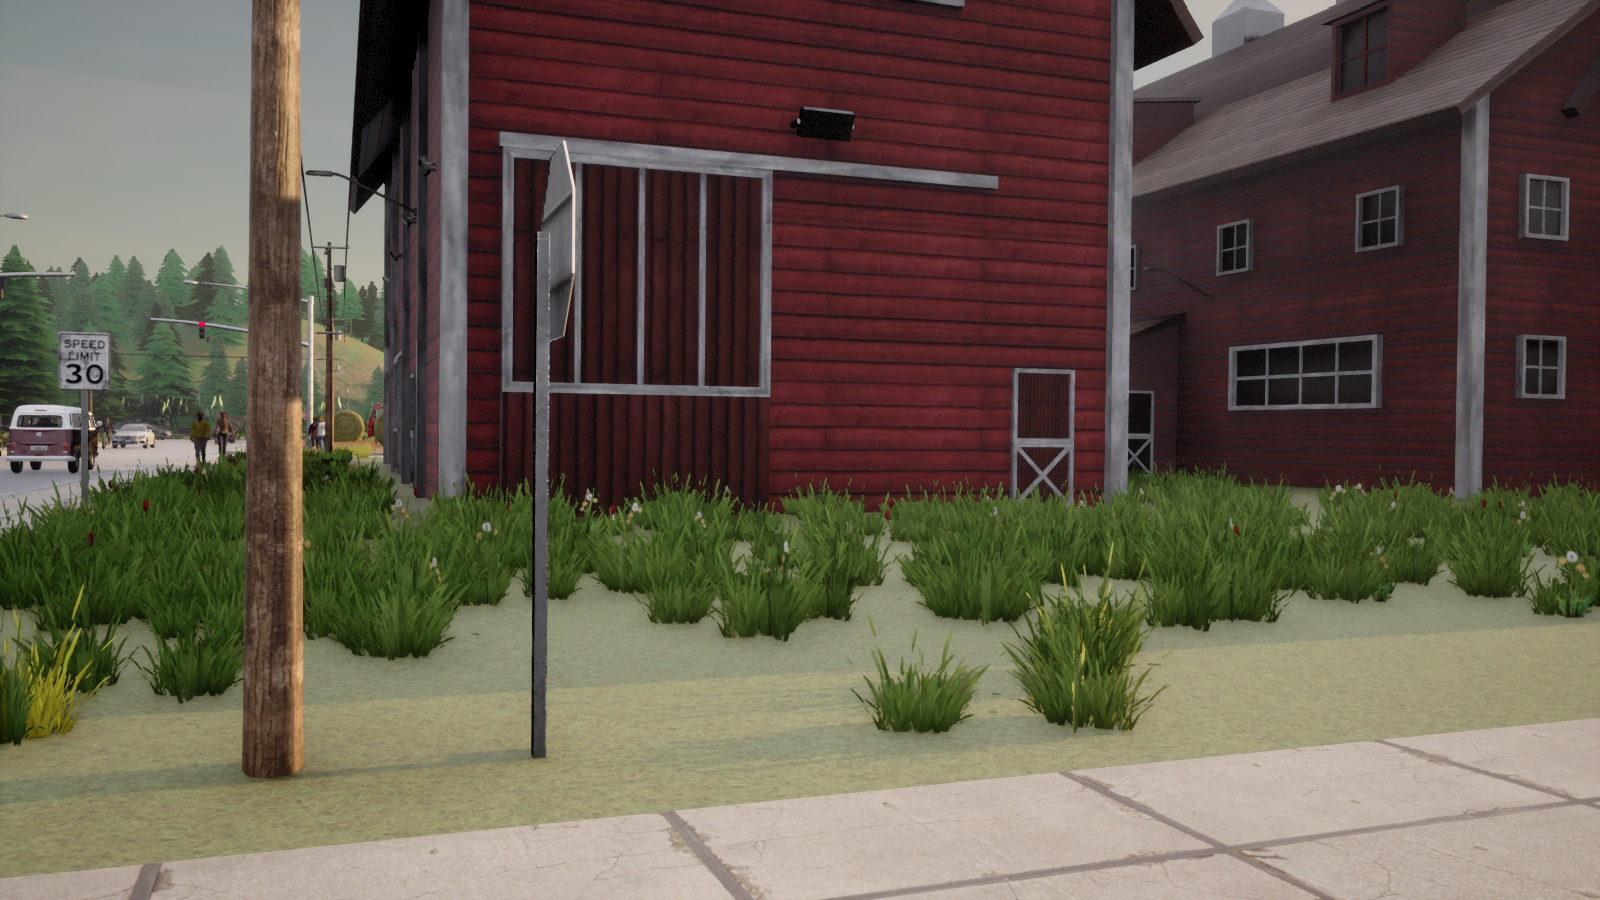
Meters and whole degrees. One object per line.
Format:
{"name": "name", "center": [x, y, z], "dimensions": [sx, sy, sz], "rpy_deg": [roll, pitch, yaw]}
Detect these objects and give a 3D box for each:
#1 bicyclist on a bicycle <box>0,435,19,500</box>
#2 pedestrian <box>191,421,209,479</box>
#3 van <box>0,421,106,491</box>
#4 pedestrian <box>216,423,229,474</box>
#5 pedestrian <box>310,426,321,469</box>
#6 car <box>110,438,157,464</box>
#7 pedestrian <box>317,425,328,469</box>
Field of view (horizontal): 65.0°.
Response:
{"name": "bicyclist on a bicycle", "center": [-20.540, 0.438, 31.891], "dimensions": [0.866, 1.612, 1.509], "rpy_deg": [-1, 1, -20]}
{"name": "pedestrian", "center": [-19.206, 0.007, 40.196], "dimensions": [0.370, 1.835, 0.726], "rpy_deg": [-1, 1, -16]}
{"name": "van", "center": [-23.036, 0.139, 38.830], "dimensions": [2.069, 2.038, 4.480], "rpy_deg": [-1, 1, -20]}
{"name": "pedestrian", "center": [-20.760, -0.057, 45.146], "dimensions": [0.328, 1.805, 0.869], "rpy_deg": [-1, 1, -22]}
{"name": "pedestrian", "center": [-22.243, -0.124, 57.635], "dimensions": [0.402, 1.930, 0.666], "rpy_deg": [-1, 1, -25]}
{"name": "car", "center": [-39.799, 0.032, 75.079], "dimensions": [1.812, 1.442, 4.674], "rpy_deg": [-1, 1, -20]}
{"name": "pedestrian", "center": [-20.059, -0.123, 52.747], "dimensions": [0.354, 1.836, 0.706], "rpy_deg": [-1, 1, -27]}
